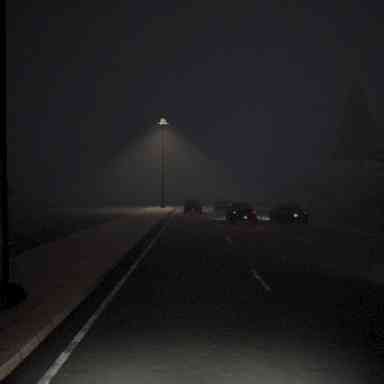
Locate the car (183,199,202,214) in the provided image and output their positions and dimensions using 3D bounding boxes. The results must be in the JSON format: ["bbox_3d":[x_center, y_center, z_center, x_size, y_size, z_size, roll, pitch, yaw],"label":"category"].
[{"bbox_3d":[0.094,1.525,35.311,1.812,1.442,4.674,0,0,0],"label":"car"}]

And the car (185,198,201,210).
[{"bbox_3d":[0.096,1.563,44.100,1.994,1.385,4.181,0,0,0],"label":"car"}]

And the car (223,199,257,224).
[{"bbox_3d":[3.600,1.525,24.675,1.812,1.442,4.674,0,0,0],"label":"car"}]

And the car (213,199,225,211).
[{"bbox_3d":[3.601,1.546,40.543,2.033,1.411,5.357,0,0,0],"label":"car"}]

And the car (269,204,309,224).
[{"bbox_3d":[7.099,1.564,24.741,1.994,1.385,4.181,0,0,0],"label":"car"}]
